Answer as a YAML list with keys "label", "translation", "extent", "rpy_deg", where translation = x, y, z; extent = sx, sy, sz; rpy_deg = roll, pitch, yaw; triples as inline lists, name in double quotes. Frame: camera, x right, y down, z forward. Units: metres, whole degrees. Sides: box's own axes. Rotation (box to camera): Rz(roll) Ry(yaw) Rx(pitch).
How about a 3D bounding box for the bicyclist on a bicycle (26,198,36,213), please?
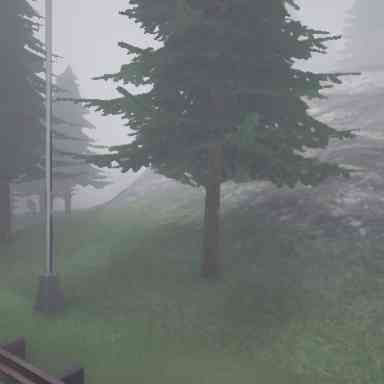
- label: "bicyclist on a bicycle"
  translation: [-17.337, 1.497, 35.691]
  extent: [1.656, 1.620, 0.582]
  rpy_deg: [-3, 1, 23]
